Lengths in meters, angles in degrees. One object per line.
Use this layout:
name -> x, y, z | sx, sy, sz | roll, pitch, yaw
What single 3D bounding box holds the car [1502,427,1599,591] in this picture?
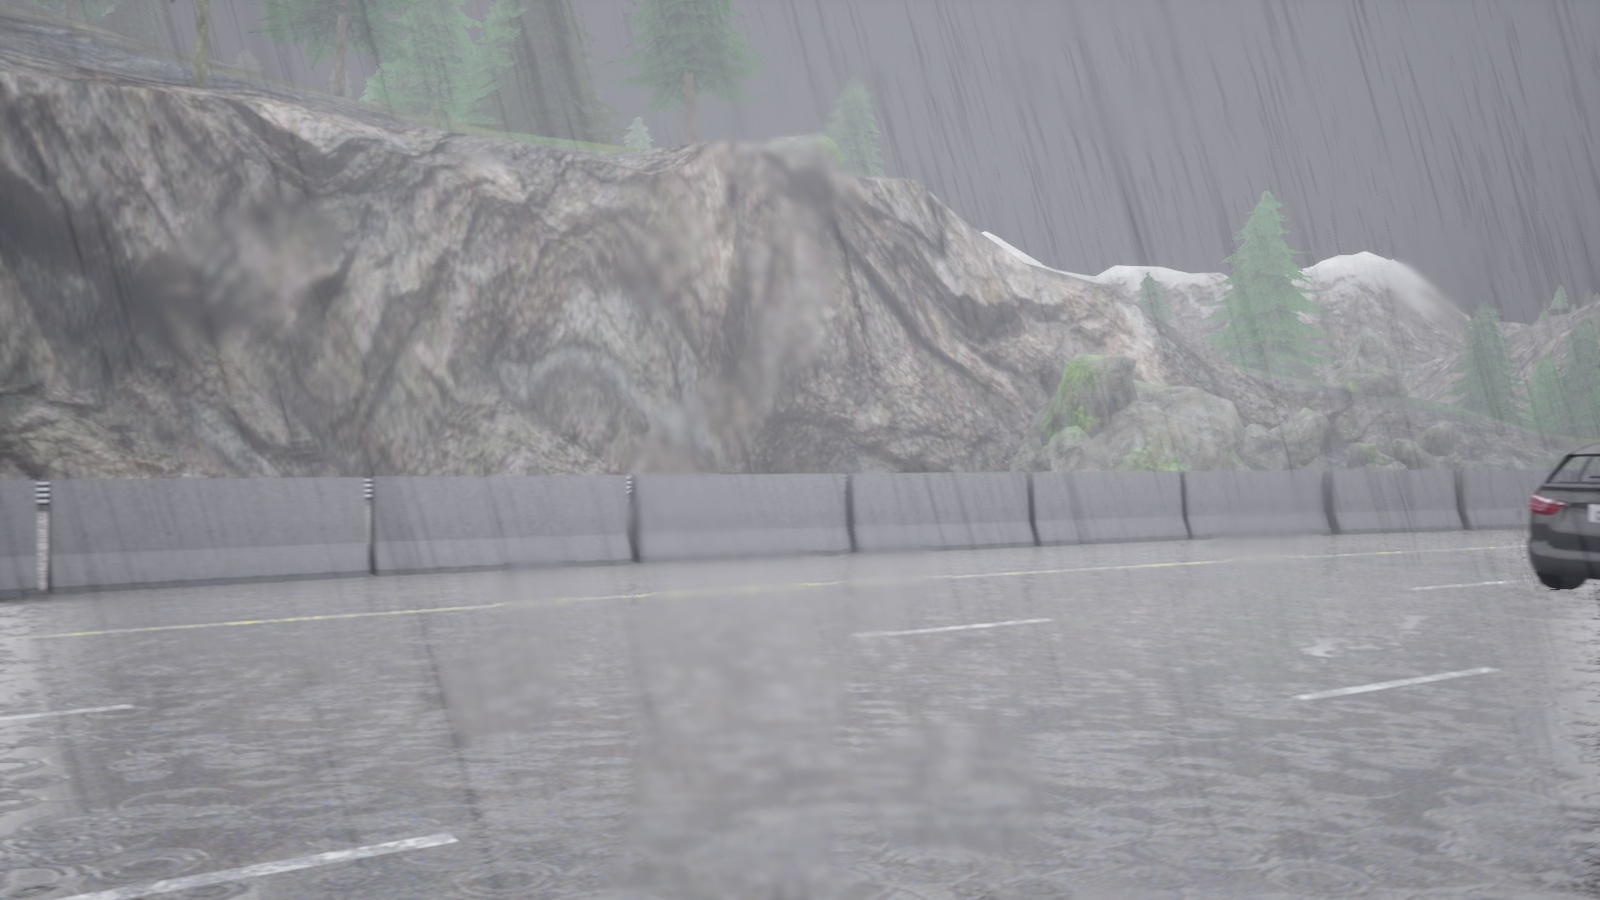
car -> 10.208, 0.600, 13.739 | 4.611, 1.667, 2.242 | 0, 0, -27
